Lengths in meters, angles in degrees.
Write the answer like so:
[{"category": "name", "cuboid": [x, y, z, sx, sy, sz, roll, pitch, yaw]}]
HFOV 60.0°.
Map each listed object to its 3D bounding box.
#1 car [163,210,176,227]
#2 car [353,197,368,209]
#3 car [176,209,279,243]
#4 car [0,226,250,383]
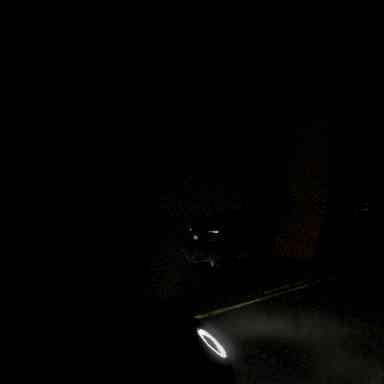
[{"category": "car", "cuboid": [-0.845, 1.608, 16.960, 4.181, 1.385, 1.994, 0, 0, -41]}, {"category": "car", "cuboid": [25.016, 1.581, 50.626, 2.097, 1.767, 4.553, 0, 0, 9]}, {"category": "car", "cuboid": [1.958, 1.539, 14.754, 4.902, 1.511, 2.128, 0, 0, -42]}, {"category": "car", "cuboid": [-1.796, 1.352, 2.513, 4.553, 1.767, 2.097, 0, 0, -36]}]
